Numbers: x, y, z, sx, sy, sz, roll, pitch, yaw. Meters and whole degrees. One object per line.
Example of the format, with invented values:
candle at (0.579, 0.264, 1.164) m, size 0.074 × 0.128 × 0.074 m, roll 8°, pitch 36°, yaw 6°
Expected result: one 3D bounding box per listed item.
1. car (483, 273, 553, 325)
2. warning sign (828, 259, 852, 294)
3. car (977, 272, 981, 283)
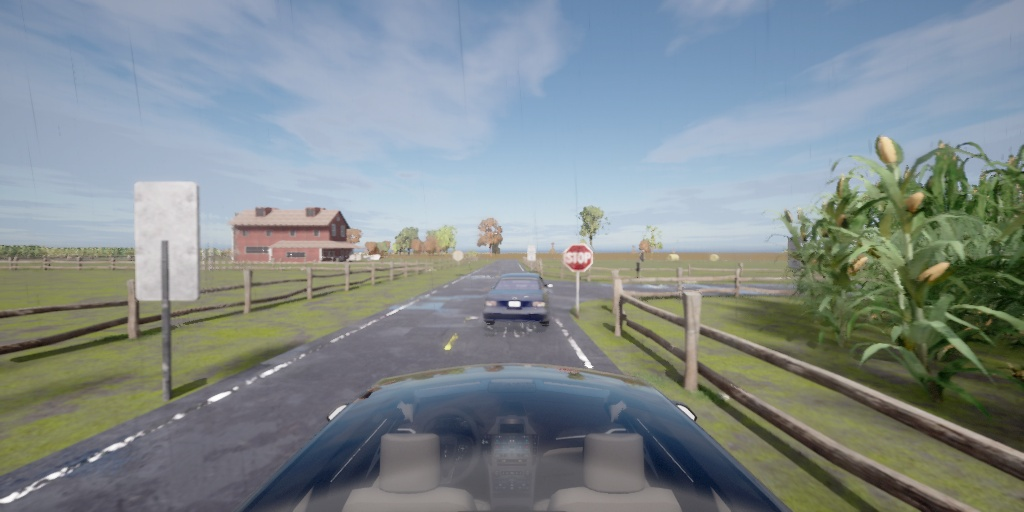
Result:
car at (0.308, 1.255, 11.590) m, size 2.033 × 1.411 × 5.357 m, roll 0°, pitch 0°, yaw 6°
warning sign at (15.869, 0.903, 17.726) m, size 1.060 × 1.860 × 1.300 m, roll 0°, pitch 0°, yaw 0°
car at (32.343, 1.308, 23.112) m, size 4.674 × 1.442 × 1.812 m, roll 0°, pitch 1°, yaw 0°
